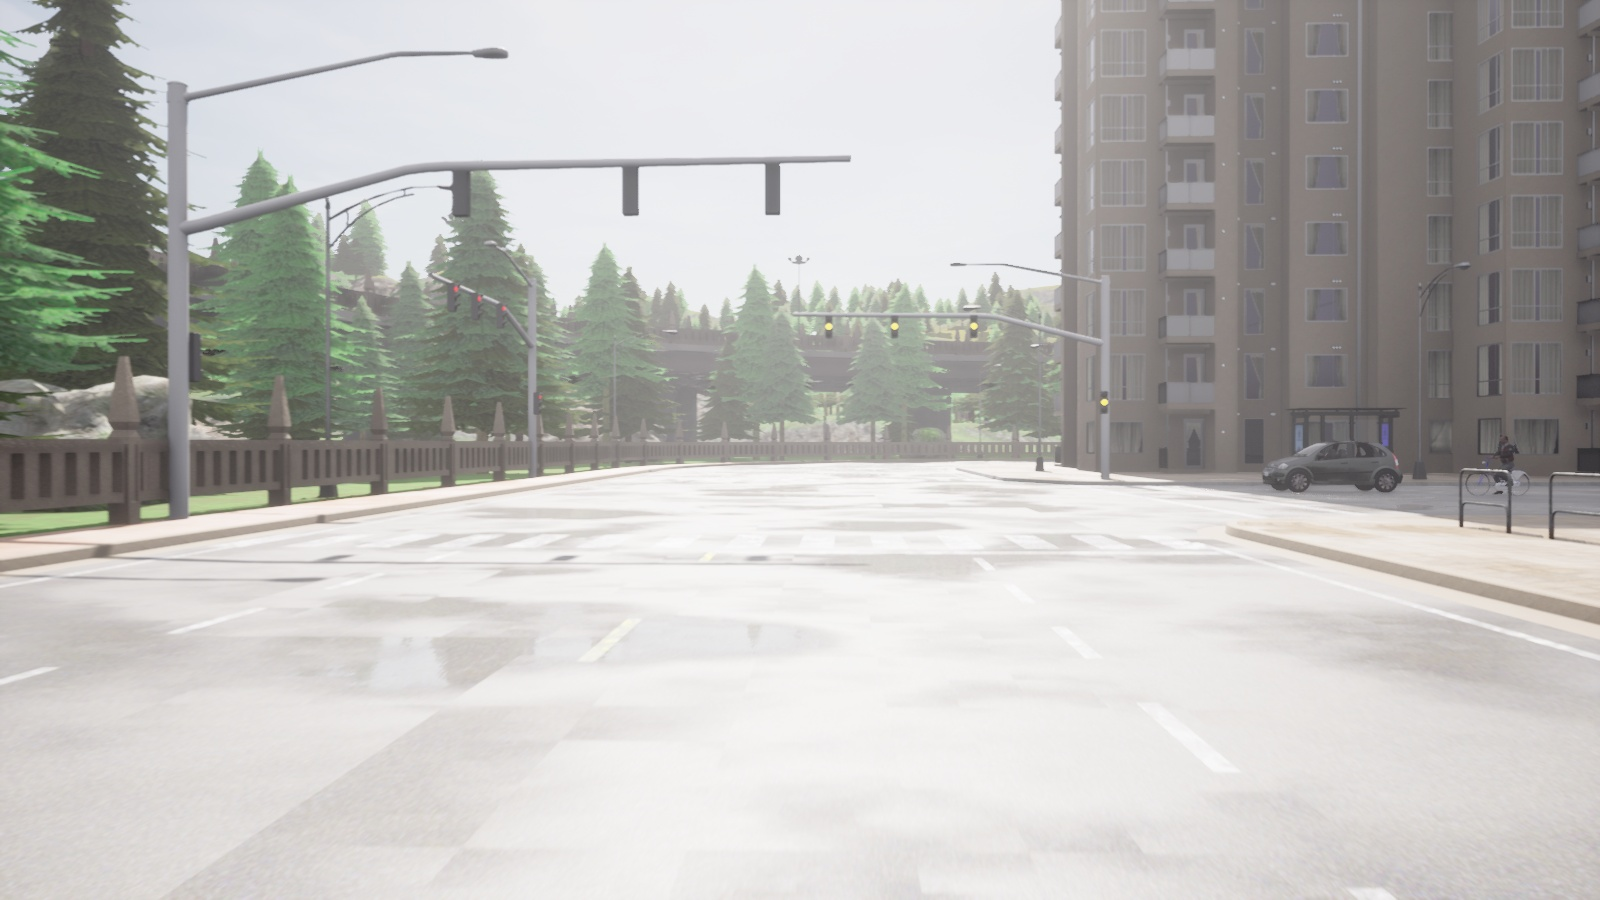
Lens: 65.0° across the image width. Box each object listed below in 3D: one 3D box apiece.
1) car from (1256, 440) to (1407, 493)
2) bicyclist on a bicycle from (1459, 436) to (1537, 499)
[{"bbox_3d":[16.704,0.496,39.602,3.988,1.617,1.851,0,0,1],"label":"car"},{"bbox_3d":[20.035,0.492,36.063,1.843,1.776,0.659,0,0,1],"label":"bicyclist on a bicycle"}]
